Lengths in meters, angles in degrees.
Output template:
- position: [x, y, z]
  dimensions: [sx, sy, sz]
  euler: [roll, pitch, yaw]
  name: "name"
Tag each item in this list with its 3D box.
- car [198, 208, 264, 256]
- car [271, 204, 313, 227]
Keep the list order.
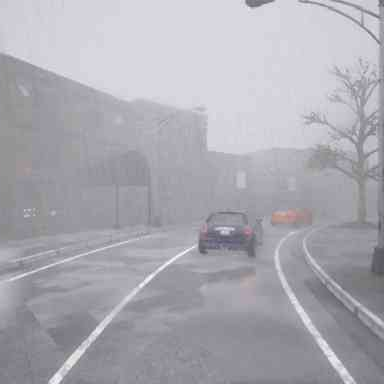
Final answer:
- position: [1.776, 1.505, 13.932]
  dimensions: [2.097, 1.767, 4.553]
  euler: [0, -1, 16]
  name: "car"
- position: [8.110, 1.800, 26.772]
  dimensions: [2.097, 1.767, 4.553]
  euler: [0, -1, 36]
  name: "car"
